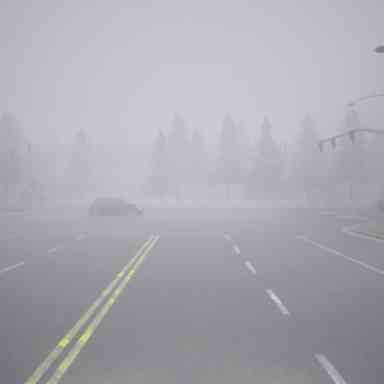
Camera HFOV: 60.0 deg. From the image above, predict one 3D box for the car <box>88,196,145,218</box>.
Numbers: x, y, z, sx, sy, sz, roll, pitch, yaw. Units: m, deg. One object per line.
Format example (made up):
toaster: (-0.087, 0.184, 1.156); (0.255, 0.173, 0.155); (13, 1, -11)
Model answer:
car: (-6.220, 1.218, 27.802); (4.553, 1.767, 2.097); (0, 0, 0)

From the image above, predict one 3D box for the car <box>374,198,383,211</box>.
car: (22.359, 1.018, 35.067); (5.566, 2.045, 2.150); (0, 0, 0)
